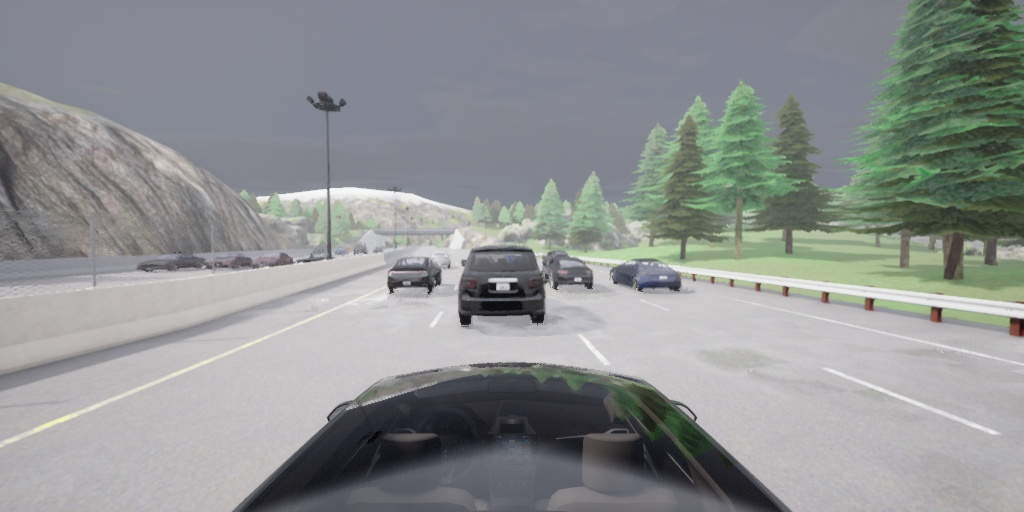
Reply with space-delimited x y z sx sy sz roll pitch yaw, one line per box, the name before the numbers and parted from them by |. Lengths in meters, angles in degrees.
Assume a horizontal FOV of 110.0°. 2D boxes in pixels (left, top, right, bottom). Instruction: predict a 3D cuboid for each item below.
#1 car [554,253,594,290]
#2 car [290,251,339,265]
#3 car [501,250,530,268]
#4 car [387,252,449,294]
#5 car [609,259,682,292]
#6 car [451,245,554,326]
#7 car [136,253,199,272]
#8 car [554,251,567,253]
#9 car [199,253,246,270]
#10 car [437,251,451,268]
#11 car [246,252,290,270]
car | 2.579 0.763 17.496 1.812 1.442 4.674 0 2 -5
car | -17.168 0.448 31.455 1.895 1.301 4.718 0 2 -10
car | 0.284 0.188 34.202 1.882 1.535 5.008 0 2 -10
car | -4.342 0.781 16.486 2.128 1.511 4.902 0 2 -5
car | 6.148 0.808 16.969 1.994 1.385 4.181 0 2 -5
car | -0.362 0.687 10.690 2.150 2.045 5.566 0 2 -4
car | -27.421 0.495 29.217 2.033 1.411 5.357 0 2 -10
car | 4.041 0.243 33.016 1.837 1.490 4.892 0 2 -9
car | -24.205 0.448 30.929 1.994 1.385 4.181 0 2 -11
car | -6.617 0.294 33.003 1.812 1.442 4.674 0 2 -10
car | -20.719 0.387 31.321 1.812 1.442 4.674 0 2 -10
